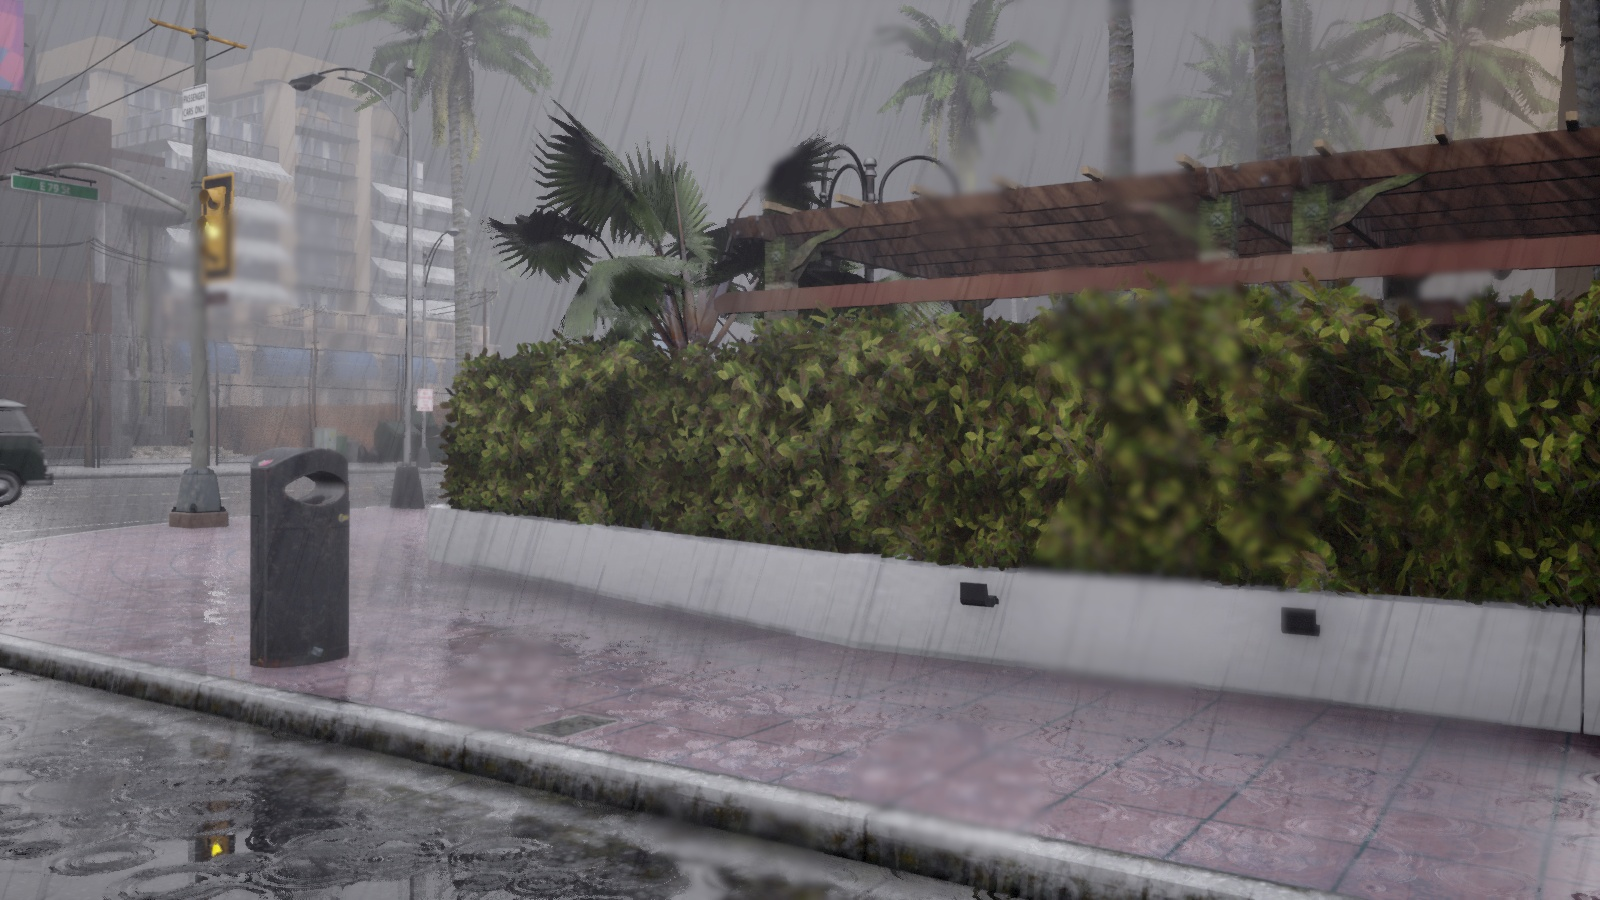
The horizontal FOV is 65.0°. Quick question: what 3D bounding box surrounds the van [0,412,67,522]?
[{"bbox_3d":[-15.818,0.322,22.336,1.775,1.987,4.442,0,1,34],"label":"van"}]
